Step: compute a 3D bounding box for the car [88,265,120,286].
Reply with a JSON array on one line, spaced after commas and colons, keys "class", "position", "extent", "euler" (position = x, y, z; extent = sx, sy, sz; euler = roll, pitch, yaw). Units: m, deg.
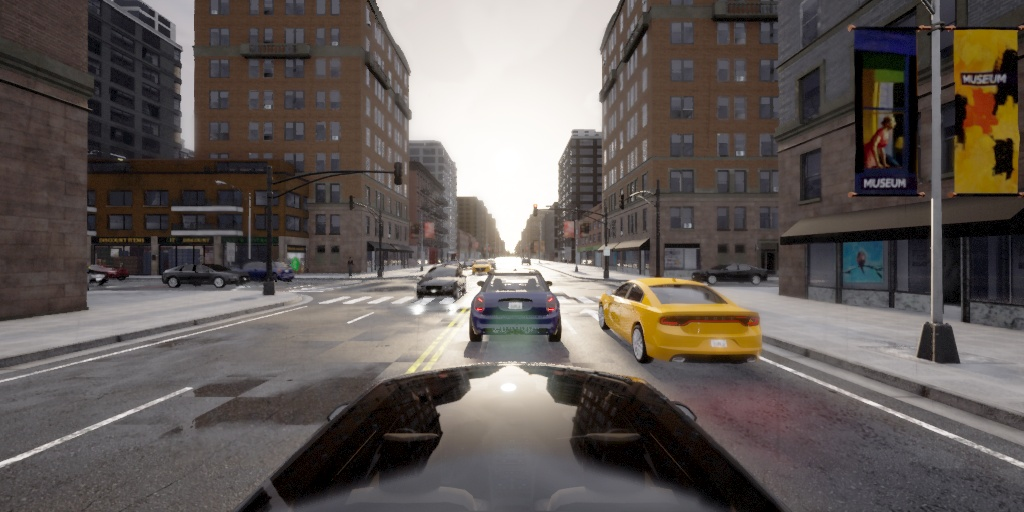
[{"class": "car", "position": [-29.101, 1.232, 23.146], "extent": [4.902, 1.511, 2.128], "euler": [0, 0, 0]}]

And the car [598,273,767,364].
[{"class": "car", "position": [3.317, 1.228, 8.133], "extent": [1.882, 1.535, 5.008], "euler": [0, 0, 1]}]

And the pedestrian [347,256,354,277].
[{"class": "pedestrian", "position": [-14.183, 0.920, 31.452], "extent": [0.375, 1.860, 0.375], "euler": [0, 0, 0]}]

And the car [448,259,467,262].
[{"class": "car", "position": [-6.666, 1.238, 40.666], "extent": [2.128, 1.511, 4.902], "euler": [0, 0, -1]}]

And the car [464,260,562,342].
[{"class": "car", "position": [0.079, 1.102, 9.935], "extent": [2.097, 1.767, 4.553], "euler": [0, 0, 0]}]

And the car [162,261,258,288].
[{"class": "car", "position": [-19.613, 1.248, 23.110], "extent": [4.892, 1.490, 1.837], "euler": [0, 0, 0]}]

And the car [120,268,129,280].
[{"class": "car", "position": [-33.184, 1.344, 28.646], "extent": [4.207, 1.307, 1.802], "euler": [0, 0, 0]}]

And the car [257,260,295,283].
[{"class": "car", "position": [-18.444, 1.107, 25.997], "extent": [4.553, 1.767, 2.097], "euler": [0, 0, 0]}]

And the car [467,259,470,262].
[{"class": "car", "position": [-6.665, 1.236, 57.144], "extent": [2.128, 1.511, 4.902], "euler": [0, 0, 0]}]

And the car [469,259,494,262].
[{"class": "car", "position": [-3.405, 1.227, 41.273], "extent": [1.882, 1.535, 5.008], "euler": [0, 0, 0]}]

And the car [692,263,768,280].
[{"class": "car", "position": [15.849, 1.268, 26.282], "extent": [5.008, 1.535, 1.882], "euler": [0, 0, 1]}]

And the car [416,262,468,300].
[{"class": "car", "position": [-3.369, 1.252, 17.835], "extent": [1.837, 1.490, 4.892], "euler": [0, 0, 0]}]

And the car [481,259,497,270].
[{"class": "car", "position": [-3.417, 1.235, 54.944], "extent": [2.128, 1.511, 4.902], "euler": [0, 0, 0]}]
